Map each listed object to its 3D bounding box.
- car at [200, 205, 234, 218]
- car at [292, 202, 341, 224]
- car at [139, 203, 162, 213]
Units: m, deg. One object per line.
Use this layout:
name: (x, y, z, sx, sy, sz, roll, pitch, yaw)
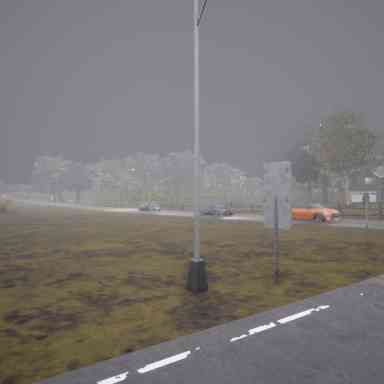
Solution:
car: (2.775, 2.130, 37.667, 1.994, 1.385, 4.181, -1, -1, -35)
car: (9.875, 1.630, 27.600, 2.097, 1.767, 4.553, -1, -1, -35)
car: (-6.435, 2.381, 50.762, 2.128, 1.511, 4.902, -1, -1, -35)
